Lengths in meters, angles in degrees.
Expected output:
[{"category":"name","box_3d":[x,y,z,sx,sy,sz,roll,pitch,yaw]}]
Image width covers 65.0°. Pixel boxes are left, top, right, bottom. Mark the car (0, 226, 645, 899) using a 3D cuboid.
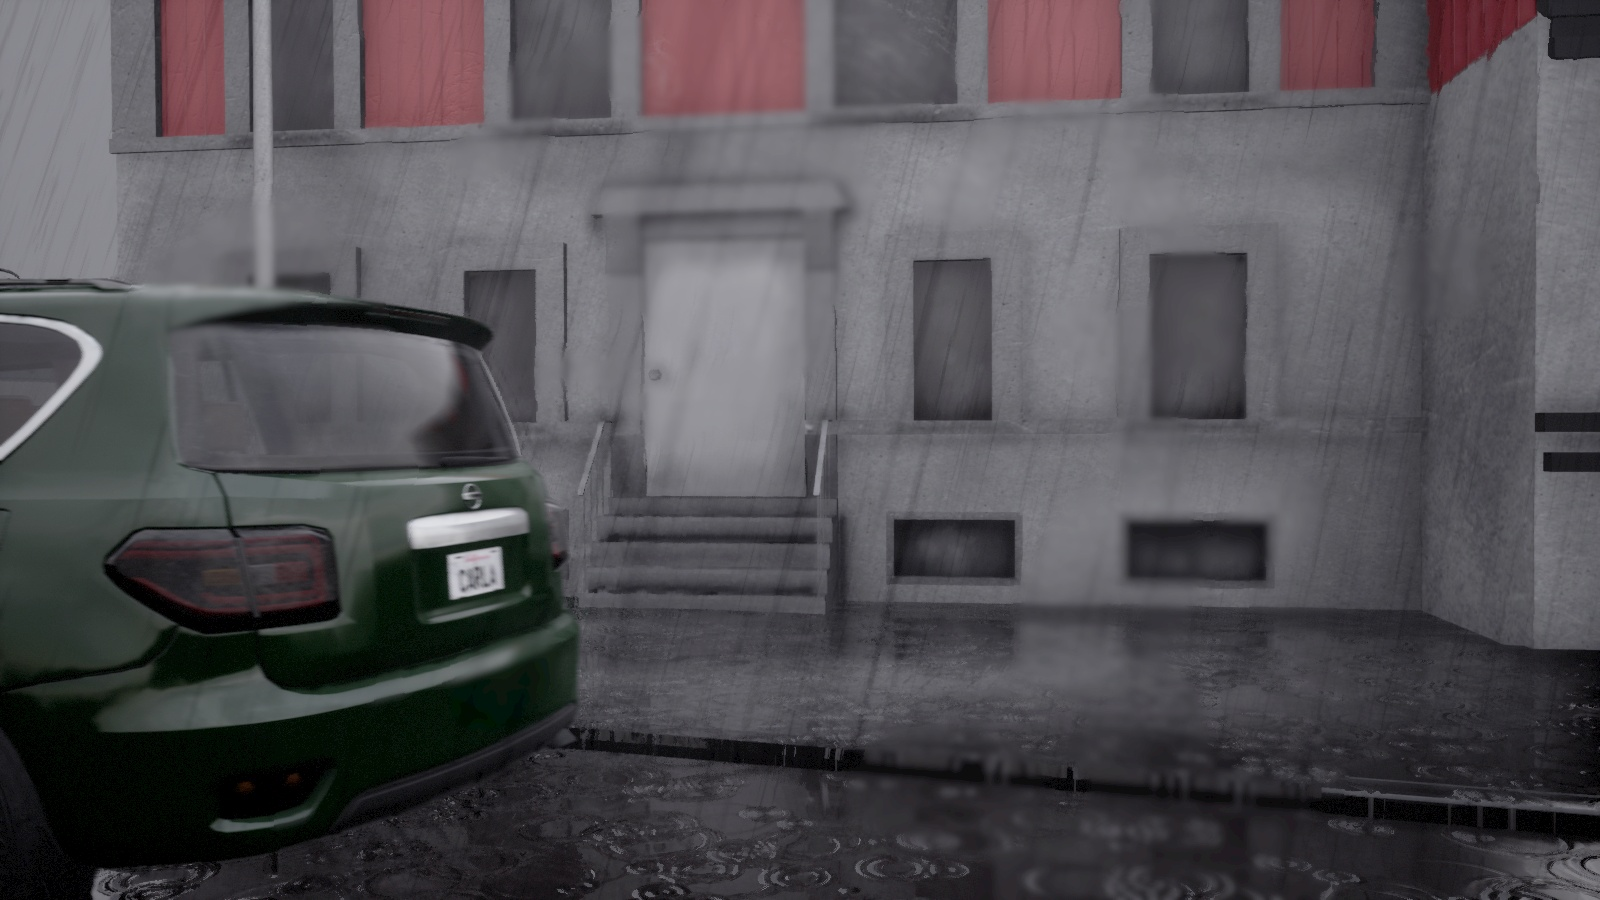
[{"category":"car","box_3d":[-3.602,0.454,4.878,5.566,2.045,2.150,1,1,18]}]
